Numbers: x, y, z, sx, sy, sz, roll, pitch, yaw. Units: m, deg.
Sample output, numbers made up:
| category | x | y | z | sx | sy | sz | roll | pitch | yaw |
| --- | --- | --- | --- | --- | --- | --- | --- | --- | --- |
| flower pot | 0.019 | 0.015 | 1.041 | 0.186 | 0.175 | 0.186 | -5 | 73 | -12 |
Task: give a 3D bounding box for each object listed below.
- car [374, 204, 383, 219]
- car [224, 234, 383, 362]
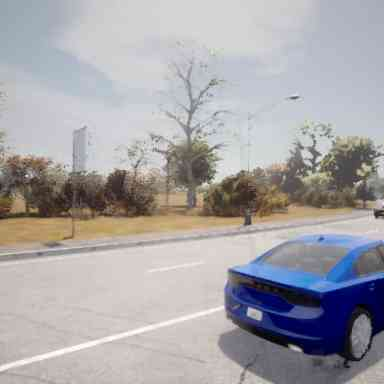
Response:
| category | x | y | z | sx | sy | sz | roll | pitch | yaw |
| --- | --- | --- | --- | --- | --- | --- | --- | --- | --- |
| car | 17.836 | 1.722 | 29.844 | 1.895 | 1.301 | 4.718 | 0 | 0 | 42 |
| car | 2.819 | 1.504 | 6.039 | 5.008 | 1.535 | 1.882 | 0 | 0 | -37 |
